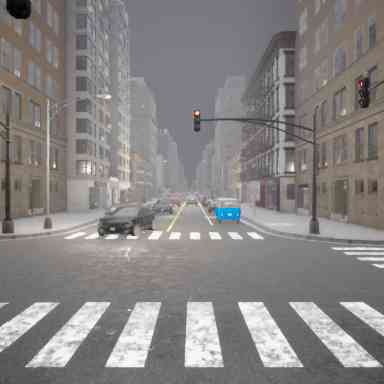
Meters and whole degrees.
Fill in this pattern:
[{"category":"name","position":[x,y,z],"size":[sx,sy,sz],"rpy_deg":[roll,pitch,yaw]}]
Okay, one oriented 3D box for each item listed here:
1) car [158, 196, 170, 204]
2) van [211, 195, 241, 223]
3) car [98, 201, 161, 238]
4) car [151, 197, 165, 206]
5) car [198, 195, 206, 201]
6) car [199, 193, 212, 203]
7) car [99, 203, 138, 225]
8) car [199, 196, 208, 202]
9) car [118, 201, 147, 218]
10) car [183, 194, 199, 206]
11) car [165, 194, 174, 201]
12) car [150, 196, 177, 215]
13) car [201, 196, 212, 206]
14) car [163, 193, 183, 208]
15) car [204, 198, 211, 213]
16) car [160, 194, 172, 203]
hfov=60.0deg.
[{"category":"car","position":[-5.406,1.547,64.751],"size":[1.947,1.339,4.313],"rpy_deg":[0,0,0]},{"category":"van","position":[2.630,1.340,24.989],"size":[1.690,1.788,3.998],"rpy_deg":[0,0,0]},{"category":"car","position":[-3.348,1.472,18.098],"size":[1.882,1.535,5.008],"rpy_deg":[0,0,9]},{"category":"car","position":[-5.402,1.556,53.388],"size":[1.947,1.339,4.313],"rpy_deg":[0,0,0]},{"category":"car","position":[2.614,1.530,87.483],"size":[1.947,1.339,4.313],"rpy_deg":[0,0,0]},{"category":"car","position":[2.623,1.305,53.395],"size":[2.192,1.841,5.009],"rpy_deg":[0,0,0]},{"category":"car","position":[-5.395,1.549,24.978],"size":[2.008,1.369,4.403],"rpy_deg":[0,0,0]},{"category":"car","position":[2.617,1.524,76.120],"size":[2.008,1.369,4.403],"rpy_deg":[0,0,0]},{"category":"car","position":[-5.397,1.543,30.660],"size":[1.887,1.381,4.507],"rpy_deg":[0,0,0]},{"category":"car","position":[-0.015,1.536,54.701],"size":[2.033,1.411,5.357],"rpy_deg":[0,0,0]},{"category":"car","position":[-5.410,1.409,81.796],"size":[1.967,1.590,4.097],"rpy_deg":[0,0,0]},{"category":"car","position":[-2.854,1.503,34.096],"size":[1.837,1.490,4.892],"rpy_deg":[0,0,0]},{"category":"car","position":[2.624,1.576,47.714],"size":[1.802,1.307,4.206],"rpy_deg":[0,0,0]},{"category":"car","position":[-2.843,1.212,49.699],"size":[2.150,2.045,5.566],"rpy_deg":[0,0,0]},{"category":"car","position":[2.627,1.580,36.351],"size":[1.802,1.307,4.206],"rpy_deg":[0,0,0]},{"category":"car","position":[-5.407,1.292,70.432],"size":[2.192,1.841,5.009],"rpy_deg":[0,0,0]}]
